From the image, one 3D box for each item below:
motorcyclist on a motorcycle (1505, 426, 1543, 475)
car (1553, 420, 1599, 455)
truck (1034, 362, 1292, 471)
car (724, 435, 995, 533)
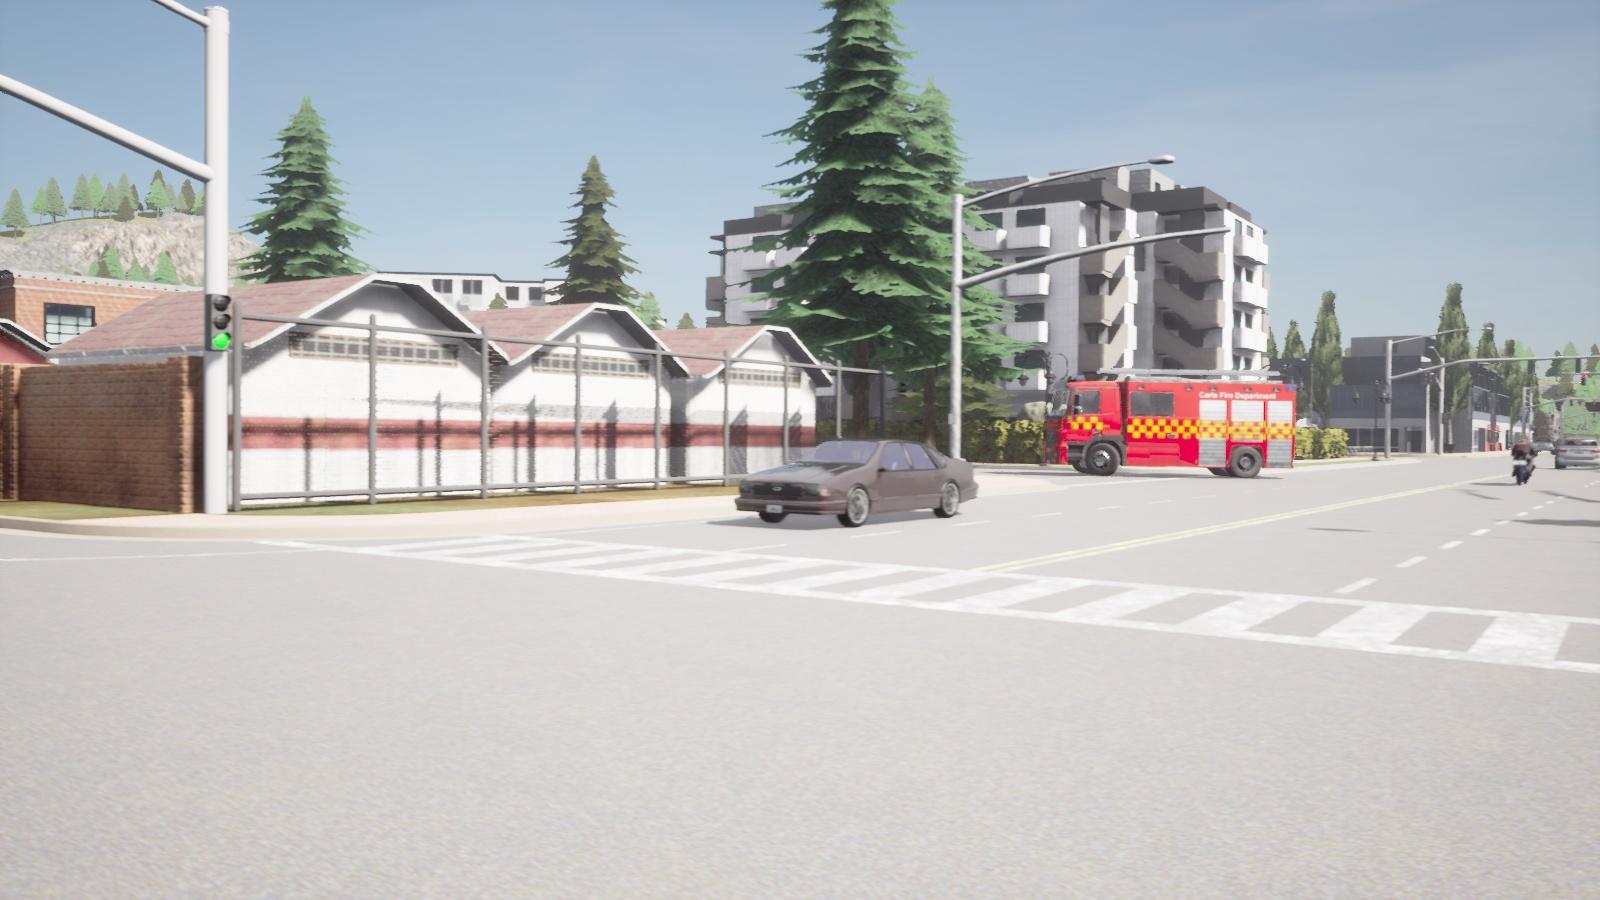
[{"bbox_3d":[23.560,-0.004,40.827,0.866,1.530,2.191,0,1,35],"label":"motorcyclist on a motorcycle"},{"bbox_3d":[39.344,-0.641,63.062,2.242,1.667,4.611,0,1,36],"label":"car"},{"bbox_3d":[12.946,-1.192,45.335,8.468,3.827,2.891,0,1,1],"label":"truck"},{"bbox_3d":[1.193,0.476,21.412,2.033,1.411,5.357,0,1,35],"label":"car"}]
